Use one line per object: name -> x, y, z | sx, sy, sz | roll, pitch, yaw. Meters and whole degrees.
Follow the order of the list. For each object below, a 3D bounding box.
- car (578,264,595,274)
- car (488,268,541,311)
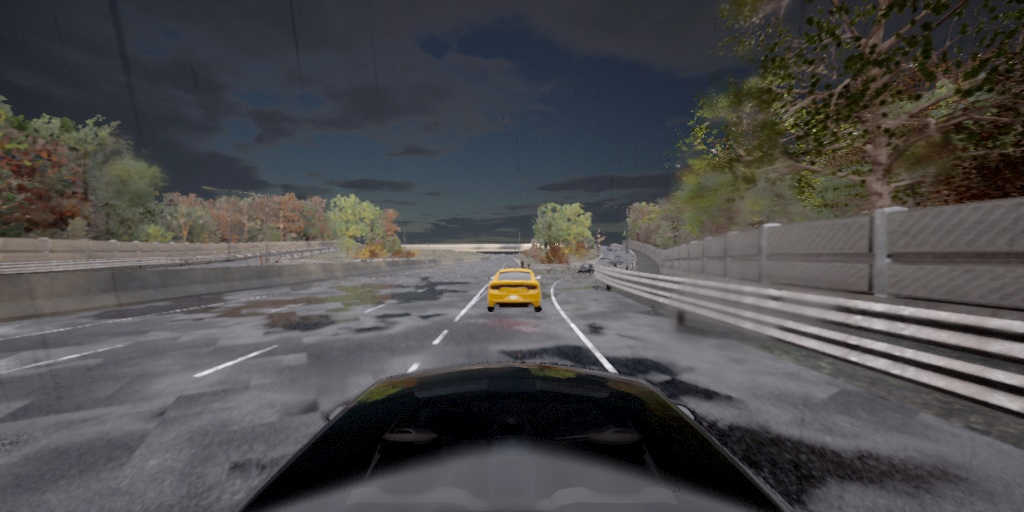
car -> 11.557, 1.964, 55.261 | 1.812, 1.442, 4.674 | 0, -1, 26
car -> 0.156, 1.237, 14.498 | 1.882, 1.535, 5.008 | 0, 0, 2
